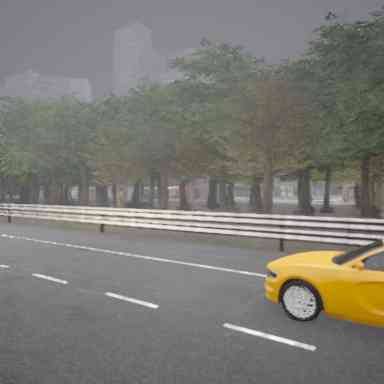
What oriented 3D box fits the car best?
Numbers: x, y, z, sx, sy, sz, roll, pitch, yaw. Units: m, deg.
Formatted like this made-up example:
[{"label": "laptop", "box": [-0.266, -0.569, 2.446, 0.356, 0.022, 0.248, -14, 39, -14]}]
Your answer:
[{"label": "car", "box": [3.694, 1.478, 5.533, 5.008, 1.535, 1.882, 0, 0, 35]}]
